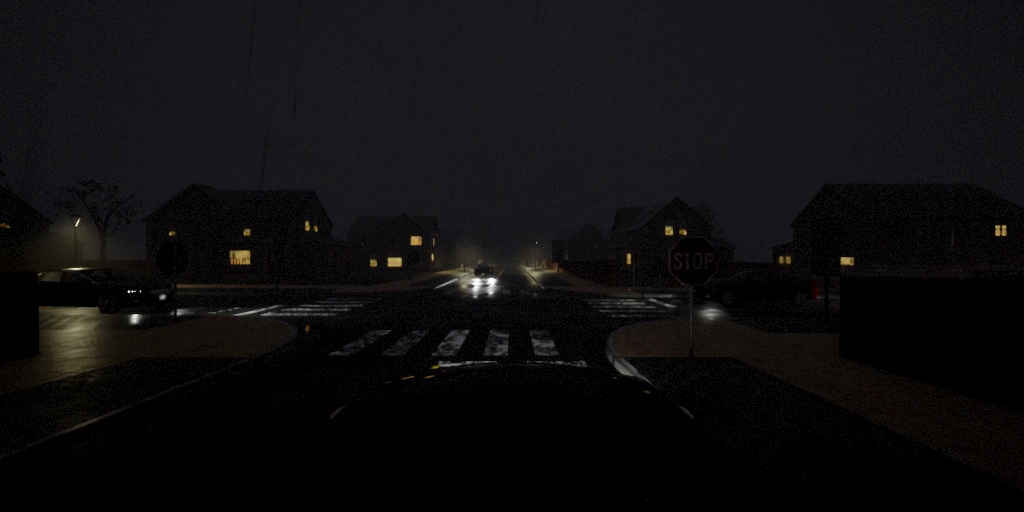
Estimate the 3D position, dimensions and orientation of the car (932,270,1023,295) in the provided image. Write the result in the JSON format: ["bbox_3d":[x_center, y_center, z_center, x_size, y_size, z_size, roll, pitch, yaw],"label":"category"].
[{"bbox_3d":[21.158,1.370,15.769,4.902,1.511,2.128,0,0,0],"label":"car"}]

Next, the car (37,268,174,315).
[{"bbox_3d":[-14.874,1.183,12.748,4.902,1.511,2.128,0,0,0],"label":"car"}]

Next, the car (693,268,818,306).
[{"bbox_3d":[10.473,1.291,15.710,5.008,1.535,1.882,0,0,-2],"label":"car"}]

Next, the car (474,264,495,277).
[{"bbox_3d":[-2.727,1.408,35.920,1.895,1.301,4.718,0,0,0],"label":"car"}]
